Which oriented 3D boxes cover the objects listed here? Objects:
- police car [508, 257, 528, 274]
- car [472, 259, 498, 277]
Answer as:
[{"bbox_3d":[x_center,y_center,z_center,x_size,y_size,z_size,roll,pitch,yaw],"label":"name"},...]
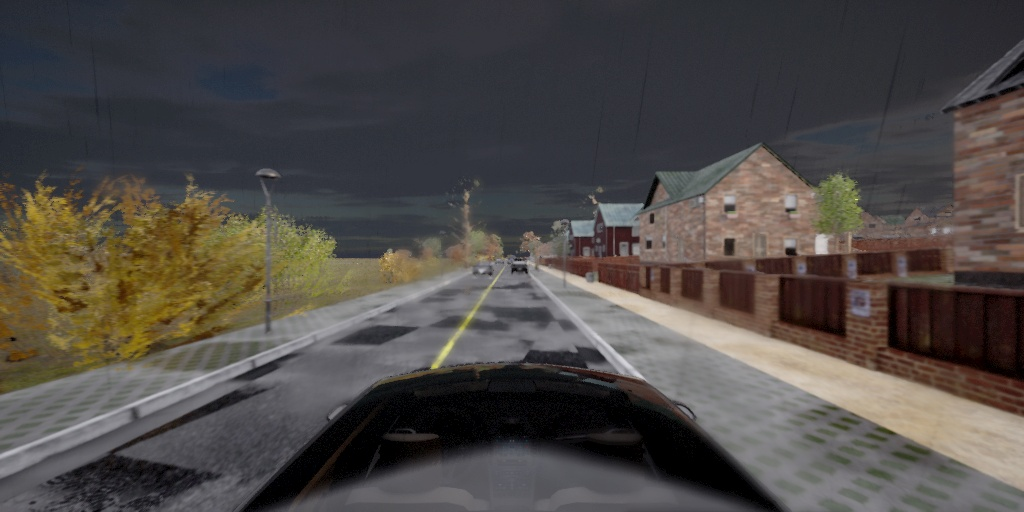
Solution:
[{"bbox_3d":[0.833,1.182,40.756,1.930,1.638,5.238,0,0,0],"label":"police car"},{"bbox_3d":[-2.831,1.245,36.021,2.128,1.511,4.902,0,0,0],"label":"car"}]
